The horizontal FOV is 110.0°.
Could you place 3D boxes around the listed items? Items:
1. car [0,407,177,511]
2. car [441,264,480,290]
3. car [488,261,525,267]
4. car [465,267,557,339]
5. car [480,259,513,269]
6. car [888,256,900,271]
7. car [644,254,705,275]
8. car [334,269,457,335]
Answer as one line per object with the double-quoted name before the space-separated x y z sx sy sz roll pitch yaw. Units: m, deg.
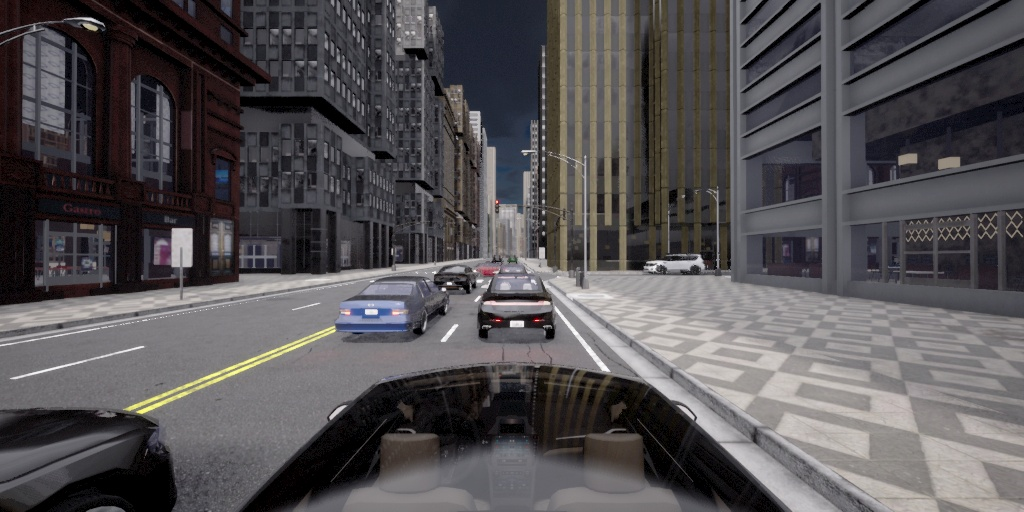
"car" -3.151 1.241 0.357 2.128 1.511 4.902 0 0 0
"car" -3.104 1.210 20.271 1.882 1.535 5.008 0 0 0
"car" 0.042 1.225 19.512 2.128 1.511 4.902 0 0 0
"car" 0.119 1.238 10.082 2.128 1.511 4.902 0 0 0
"car" -2.430 1.271 33.128 4.181 1.385 1.994 0 0 -28
"car" 40.314 0.754 35.811 5.566 2.045 2.150 0 0 0
"car" 16.204 0.847 35.840 5.566 2.045 2.150 0 0 0
"car" -3.130 1.293 10.502 2.033 1.411 5.357 0 0 0
